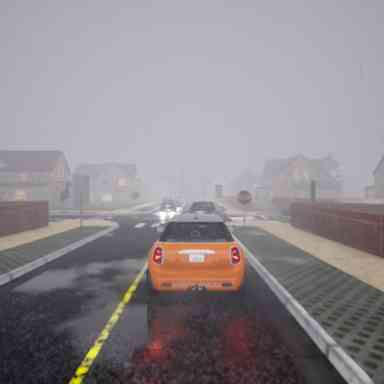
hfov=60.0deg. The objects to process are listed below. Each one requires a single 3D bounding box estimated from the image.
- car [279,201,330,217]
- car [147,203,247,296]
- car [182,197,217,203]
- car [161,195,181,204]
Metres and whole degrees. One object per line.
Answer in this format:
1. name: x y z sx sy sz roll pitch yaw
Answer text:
1. car: 10.279 1.565 29.721 4.892 1.490 1.837 0 0 -2
2. car: 0.096 1.347 8.815 2.097 1.767 4.553 0 0 0
3. car: 1.018 1.348 22.298 2.097 1.767 4.553 0 0 12
4. car: -2.868 1.523 41.411 2.128 1.511 4.902 0 0 0
